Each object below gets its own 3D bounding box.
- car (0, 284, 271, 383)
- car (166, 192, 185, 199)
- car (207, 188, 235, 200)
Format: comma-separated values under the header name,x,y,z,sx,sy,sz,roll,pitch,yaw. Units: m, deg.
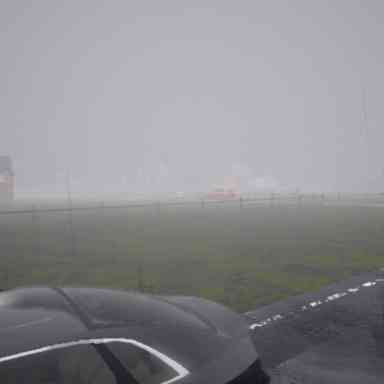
name,x,y,z,sx,sy,sz,roll,pitch,yaw
car,-1.651,1.512,1.889,4.892,1.490,1.837,-2,1,-36
car,-3.439,0.642,68.305,1.882,1.535,5.008,0,0,-41
car,4.981,0.375,58.490,2.150,2.045,5.566,0,0,-40
